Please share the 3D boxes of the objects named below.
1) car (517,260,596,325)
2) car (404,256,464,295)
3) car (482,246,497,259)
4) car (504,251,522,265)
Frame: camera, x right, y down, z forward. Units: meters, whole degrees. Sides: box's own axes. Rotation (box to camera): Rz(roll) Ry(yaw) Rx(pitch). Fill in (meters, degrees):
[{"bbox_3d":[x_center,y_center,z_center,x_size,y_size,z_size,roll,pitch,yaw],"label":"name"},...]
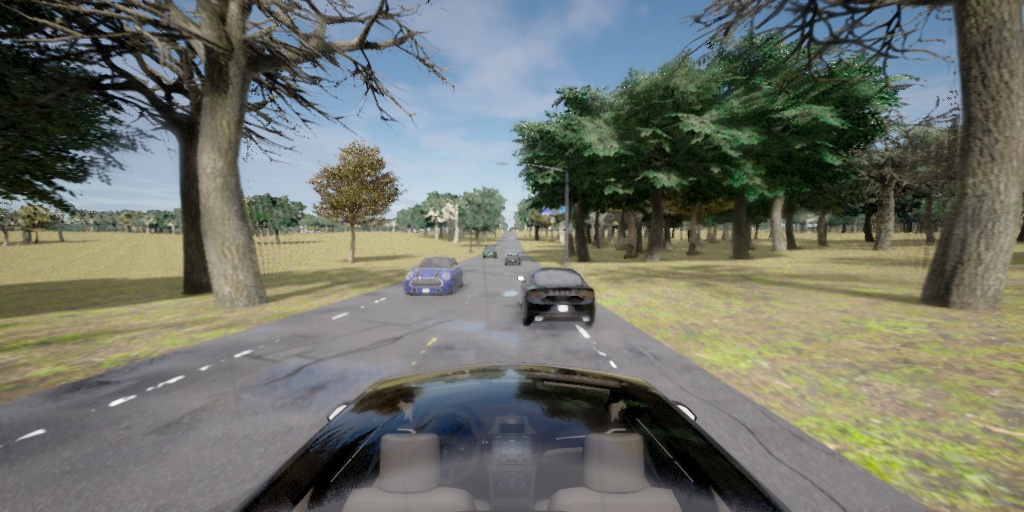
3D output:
[{"bbox_3d":[1.228,1.059,11.082,1.882,1.535,5.008,0,1,0],"label":"car"},{"bbox_3d":[-3.588,0.806,17.205,2.097,1.767,4.553,0,1,0],"label":"car"},{"bbox_3d":[-3.533,-0.619,57.924,2.150,2.045,5.566,0,2,1],"label":"car"},{"bbox_3d":[0.094,0.230,42.002,2.128,1.511,4.902,0,2,0],"label":"car"}]
